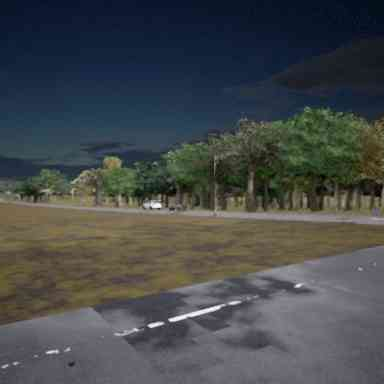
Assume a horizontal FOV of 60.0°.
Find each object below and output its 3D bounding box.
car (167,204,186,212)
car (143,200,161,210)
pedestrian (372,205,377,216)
[{"bbox_3d":[-2.923,2.984,63.006,1.837,1.490,4.892,0,-2,-33],"label":"car"},{"bbox_3d":[-8.649,2.837,71.763,2.150,2.045,5.566,0,-2,-33],"label":"car"},{"bbox_3d":[19.649,1.918,35.796,0.375,1.300,0.375,-2,1,-33],"label":"pedestrian"}]
